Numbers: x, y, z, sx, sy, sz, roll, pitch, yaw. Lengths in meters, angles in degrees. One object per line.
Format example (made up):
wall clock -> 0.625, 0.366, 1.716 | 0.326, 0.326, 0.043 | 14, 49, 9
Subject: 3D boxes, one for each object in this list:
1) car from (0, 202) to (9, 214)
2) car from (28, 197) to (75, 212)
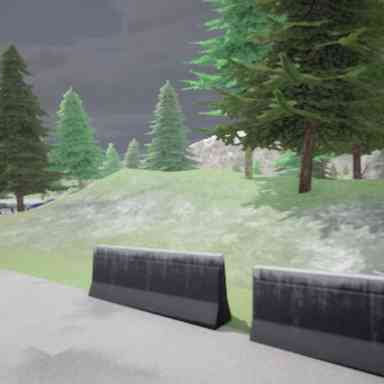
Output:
car -> -21.612, 1.594, 34.227 | 2.128, 1.511, 4.902 | 0, 0, 42
car -> -18.202, 1.582, 42.629 | 5.008, 1.535, 1.882 | 0, 0, -42
